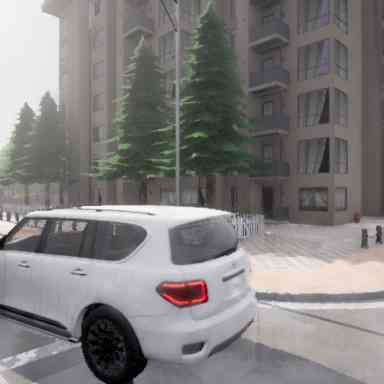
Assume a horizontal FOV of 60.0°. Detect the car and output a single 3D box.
[{"bbox_3d":[-1.735,1.235,5.548,5.566,2.045,2.150,0,0,32],"label":"car"}]
